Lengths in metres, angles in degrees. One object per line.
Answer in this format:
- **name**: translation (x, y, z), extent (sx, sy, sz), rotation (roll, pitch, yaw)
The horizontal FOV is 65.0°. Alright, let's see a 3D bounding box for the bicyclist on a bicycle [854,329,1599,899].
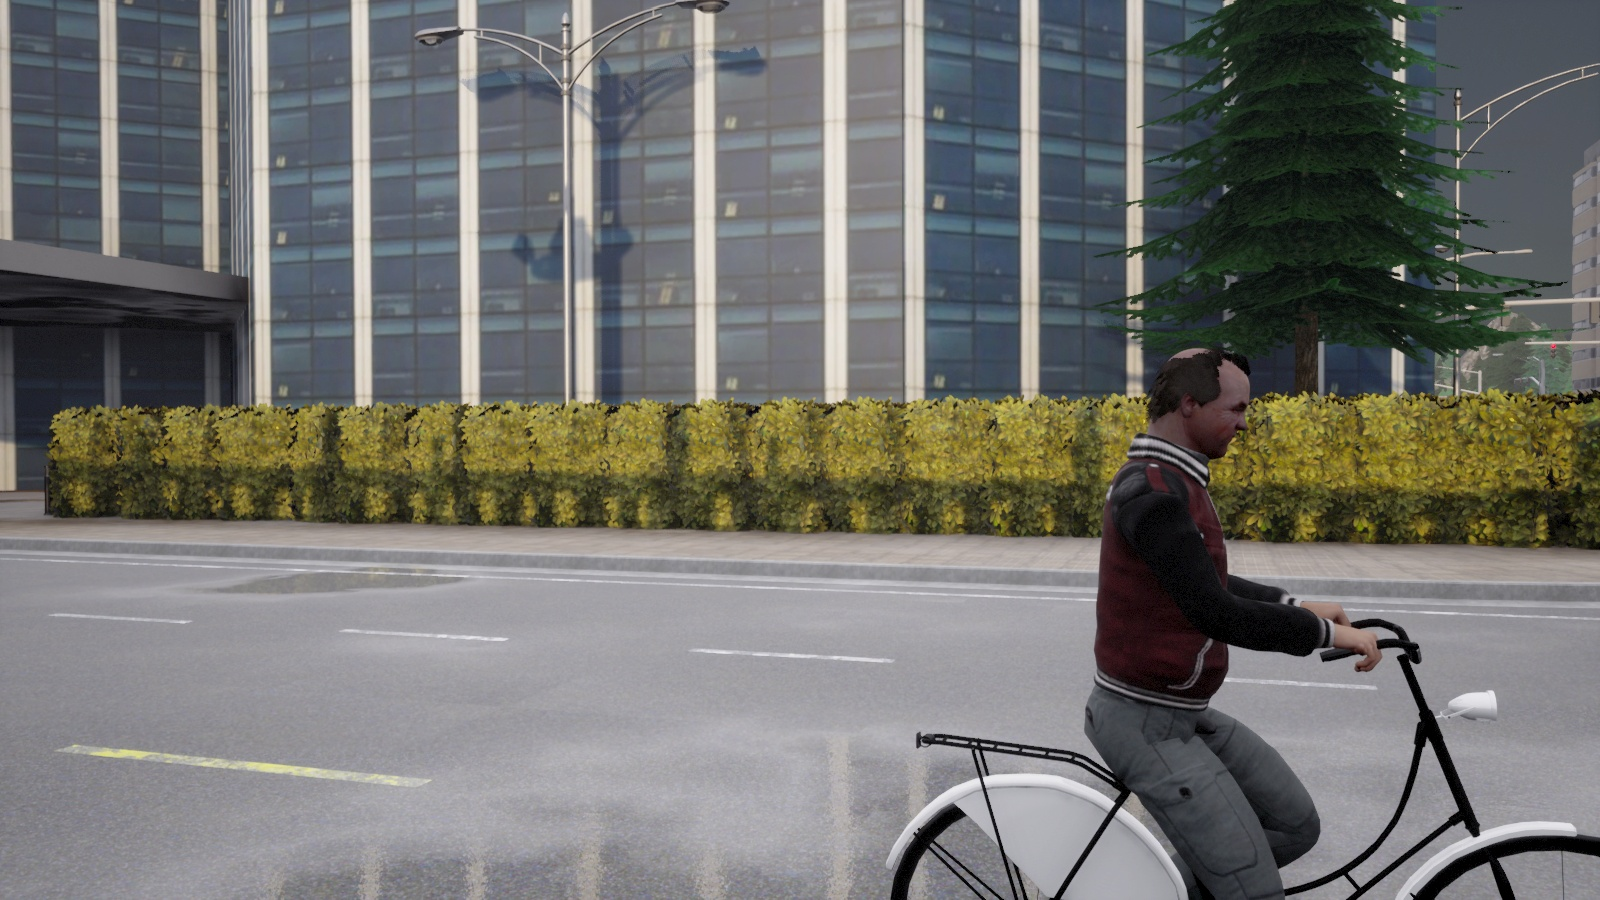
- **bicyclist on a bicycle**: translation (1.099, 0.656, 2.832), extent (1.843, 1.776, 0.659), rotation (0, 1, 18)
